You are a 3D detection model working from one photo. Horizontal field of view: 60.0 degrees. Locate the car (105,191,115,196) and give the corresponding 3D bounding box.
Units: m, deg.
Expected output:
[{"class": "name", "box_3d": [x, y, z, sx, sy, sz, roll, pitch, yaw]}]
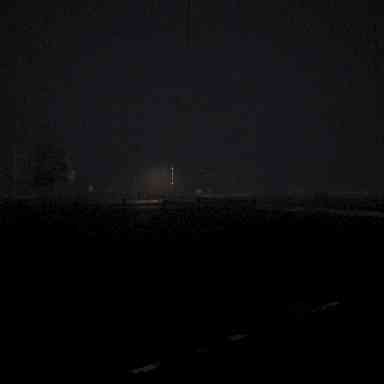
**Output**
[{"class": "car", "box_3d": [-22.438, 0.380, 90.559, 1.837, 1.490, 4.892, -1, 1, -35]}]
